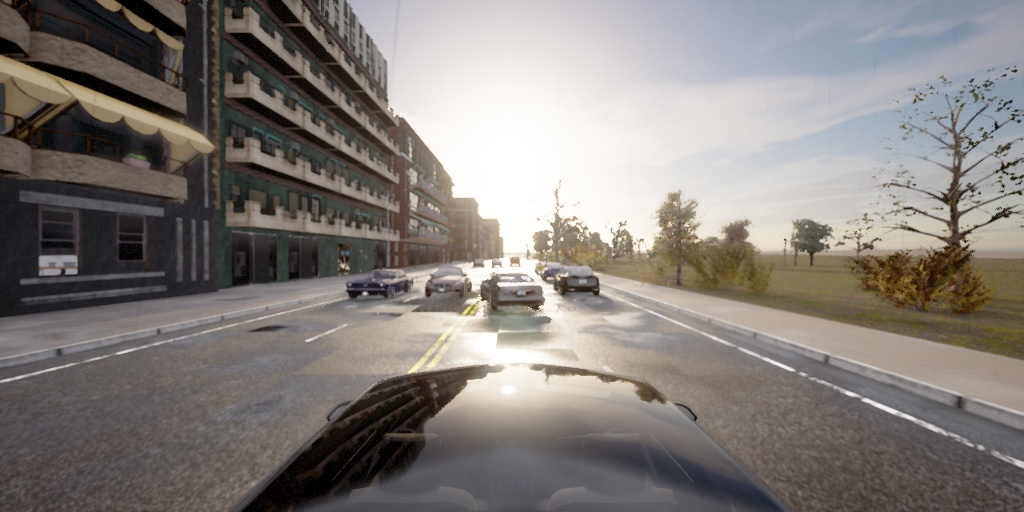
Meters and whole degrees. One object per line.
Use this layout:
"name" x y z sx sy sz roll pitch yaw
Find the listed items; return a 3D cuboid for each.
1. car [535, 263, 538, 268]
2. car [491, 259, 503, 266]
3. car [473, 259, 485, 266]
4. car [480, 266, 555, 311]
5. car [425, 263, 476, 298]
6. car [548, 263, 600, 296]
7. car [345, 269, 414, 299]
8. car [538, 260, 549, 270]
"car" 3.623 1.225 41.618 1.801 1.575 5.366 0 0 1
"car" -2.660 1.285 64.676 2.128 1.511 4.902 0 0 1
"car" -5.913 1.266 64.546 1.882 1.535 5.008 0 0 1
"car" -0.142 1.302 14.601 2.033 1.411 5.357 0 0 -11
"car" -3.193 1.280 18.727 1.812 1.442 4.674 0 0 1
"car" 3.414 1.261 19.458 2.163 1.488 4.792 0 0 1
"car" -6.450 1.354 17.985 1.895 1.301 4.718 0 0 1
"car" 3.517 1.288 30.428 1.812 1.442 4.674 0 0 1
